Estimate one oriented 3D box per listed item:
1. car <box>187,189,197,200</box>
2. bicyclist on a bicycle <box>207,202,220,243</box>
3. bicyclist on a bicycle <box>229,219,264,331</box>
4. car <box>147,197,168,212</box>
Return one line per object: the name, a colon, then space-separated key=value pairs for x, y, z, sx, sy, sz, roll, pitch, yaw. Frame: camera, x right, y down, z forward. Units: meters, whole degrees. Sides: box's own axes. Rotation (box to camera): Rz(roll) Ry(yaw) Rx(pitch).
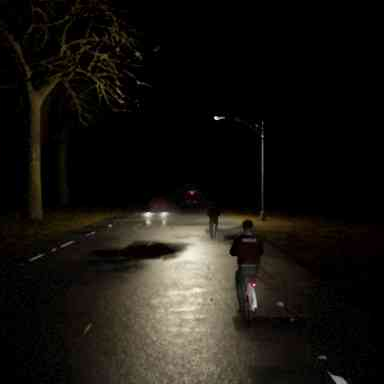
car: x=0.017 y=0.761 z=64.297 sx=2.128 sy=1.511 sz=4.902 roll=0 pitch=1 yaw=1
bicyclist on a bicycle: x=0.965 y=1.313 z=14.964 sx=0.659 sy=1.776 sz=1.843 roll=0 pitch=1 yaw=0
bicyclist on a bicycle: x=0.965 y=1.357 z=5.969 sx=0.659 sy=1.776 sz=1.843 roll=0 pitch=0 yaw=0
car: x=-3.596 y=1.230 z=35.461 sx=1.882 sy=1.535 sz=5.008 roll=0 pitch=1 yaw=0
